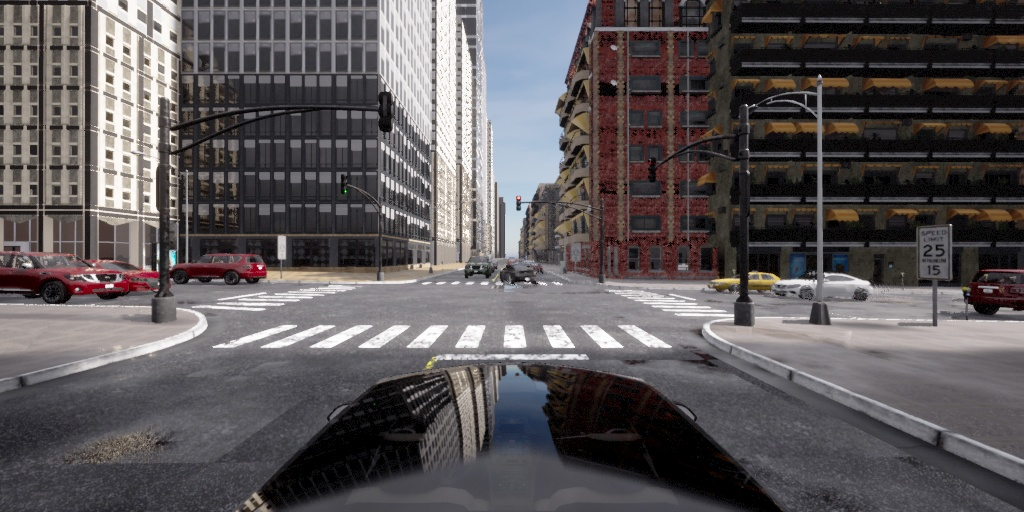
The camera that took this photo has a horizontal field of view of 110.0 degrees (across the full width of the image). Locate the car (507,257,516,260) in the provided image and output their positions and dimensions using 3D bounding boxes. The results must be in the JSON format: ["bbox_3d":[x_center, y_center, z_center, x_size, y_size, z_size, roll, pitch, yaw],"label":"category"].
[{"bbox_3d":[0.013,1.298,63.911,1.812,1.442,4.674,0,0,0],"label":"car"}]

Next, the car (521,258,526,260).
[{"bbox_3d":[2.701,1.317,54.645,2.007,1.370,4.403,0,0,0],"label":"car"}]

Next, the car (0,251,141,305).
[{"bbox_3d":[-17.573,0.757,13.373,5.009,1.841,2.192,0,0,0],"label":"car"}]

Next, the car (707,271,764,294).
[{"bbox_3d":[14.634,1.587,22.028,4.829,1.417,1.751,0,0,0],"label":"car"}]

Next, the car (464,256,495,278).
[{"bbox_3d":[-3.093,0.977,33.630,2.150,2.045,5.566,0,0,0],"label":"car"}]

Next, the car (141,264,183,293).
[{"bbox_3d":[-18.158,0.916,15.960,5.008,1.535,1.882,1,0,0],"label":"car"}]

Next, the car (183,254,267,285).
[{"bbox_3d":[-17.706,0.776,21.753,5.009,1.841,2.192,0,0,0],"label":"car"}]

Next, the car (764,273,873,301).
[{"bbox_3d":[16.778,1.616,19.454,4.674,1.442,1.812,1,0,-1],"label":"car"}]

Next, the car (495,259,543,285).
[{"bbox_3d":[0.407,1.284,26.514,1.837,1.490,4.892,-3,2,-15],"label":"car"}]

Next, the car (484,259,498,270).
[{"bbox_3d":[-3.078,1.244,53.977,1.882,1.535,5.008,0,0,0],"label":"car"}]

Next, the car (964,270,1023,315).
[{"bbox_3d":[20.601,1.461,13.731,5.009,1.841,2.192,0,0,0],"label":"car"}]
